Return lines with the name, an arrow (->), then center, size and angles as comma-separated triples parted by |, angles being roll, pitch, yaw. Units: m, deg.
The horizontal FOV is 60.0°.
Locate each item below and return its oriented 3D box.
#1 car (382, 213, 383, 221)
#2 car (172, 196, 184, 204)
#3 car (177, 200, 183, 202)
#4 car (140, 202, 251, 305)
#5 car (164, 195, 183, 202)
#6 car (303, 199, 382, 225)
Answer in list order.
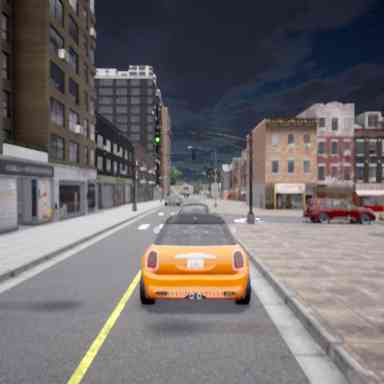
car -> 16.534, 1.759, 24.705 | 4.829, 1.417, 1.752 | 1, 0, 0
car -> -2.750, 1.503, 65.845 | 2.033, 1.411, 5.357 | 0, 0, 1
car -> 0.219, 1.384, 18.458 | 1.837, 1.490, 4.892 | 0, 1, 5
car -> 0.072, 1.284, 8.101 | 2.097, 1.767, 4.553 | 0, 0, 0
car -> -2.822, 1.214, 48.140 | 2.097, 1.767, 4.553 | 0, 0, 0
car -> 10.823, 1.443, 24.718 | 5.009, 1.841, 2.192 | 1, 0, 0
